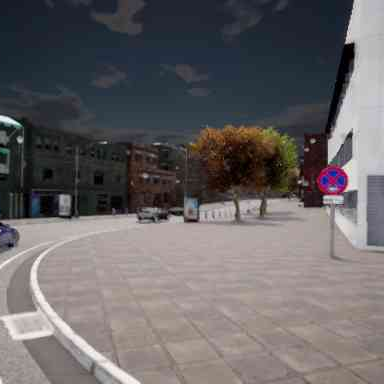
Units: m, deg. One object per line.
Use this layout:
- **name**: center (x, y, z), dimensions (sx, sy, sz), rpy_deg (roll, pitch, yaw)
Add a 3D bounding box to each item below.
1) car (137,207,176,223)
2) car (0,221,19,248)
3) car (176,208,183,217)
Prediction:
- **car**: center (-3.859, 2.346, 34.307), dimensions (2.128, 1.511, 4.902), rpy_deg (1, -2, 21)
- **car**: center (-8.326, 1.684, 12.973), dimensions (1.812, 1.442, 4.674), rpy_deg (1, -1, -12)
- **car**: center (-2.274, 2.933, 48.626), dimensions (1.895, 1.301, 4.718), rpy_deg (1, -2, 22)
